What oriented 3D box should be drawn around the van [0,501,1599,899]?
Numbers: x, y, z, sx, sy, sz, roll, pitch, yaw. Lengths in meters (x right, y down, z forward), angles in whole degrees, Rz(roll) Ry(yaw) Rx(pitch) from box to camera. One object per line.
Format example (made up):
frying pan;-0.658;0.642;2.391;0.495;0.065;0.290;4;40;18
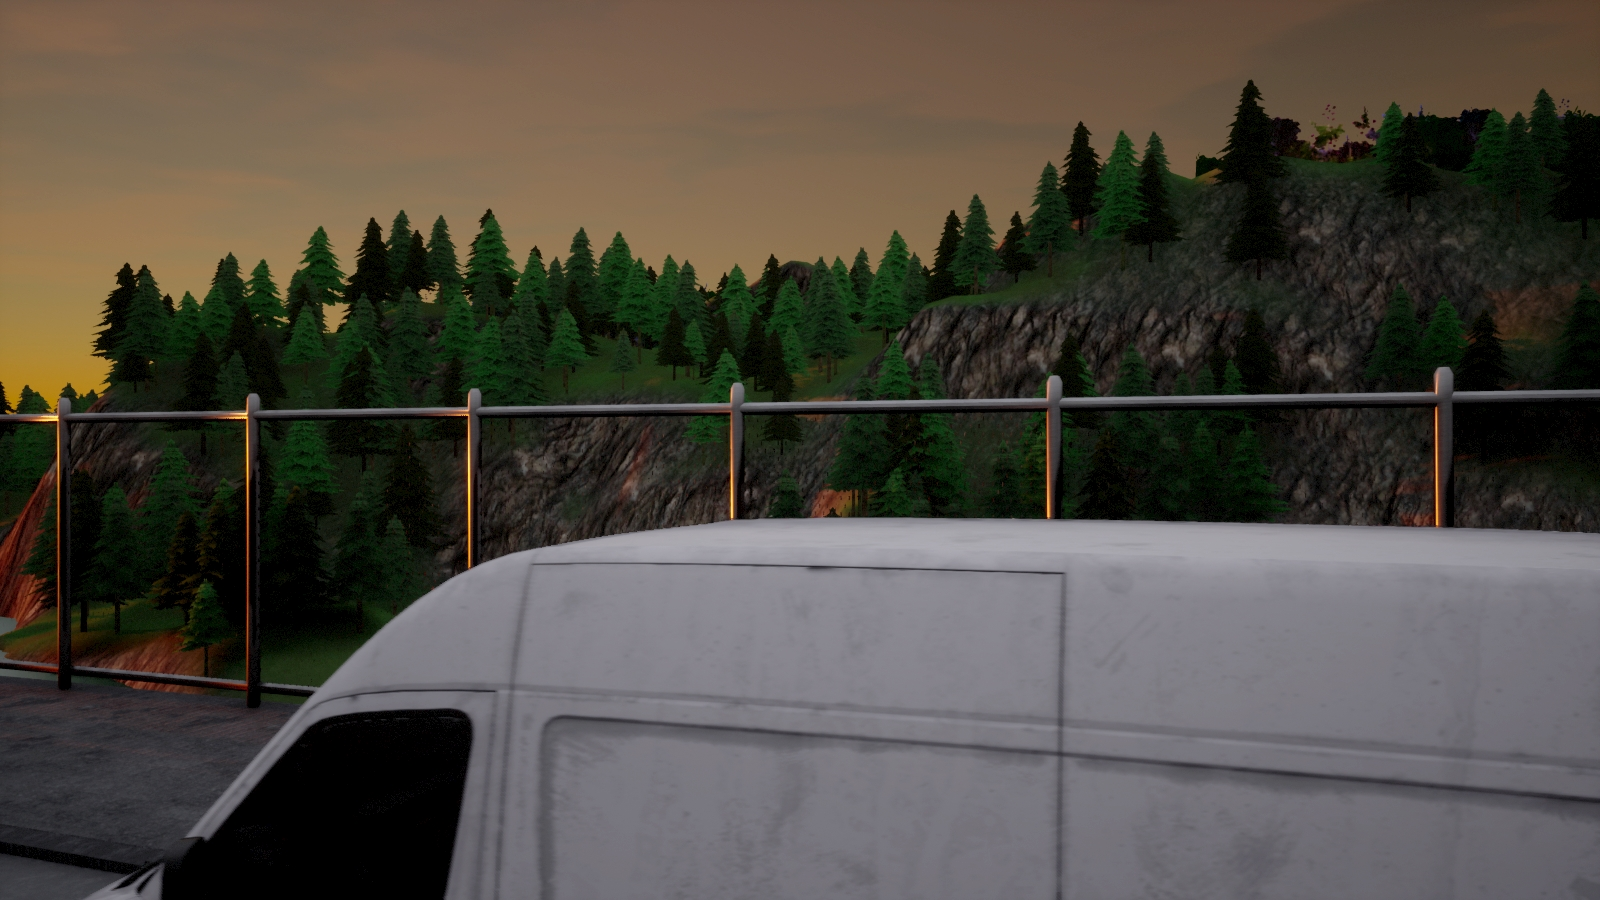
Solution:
van;-0.024;1.535;3.839;5.915;2.561;1.988;0;0;20
